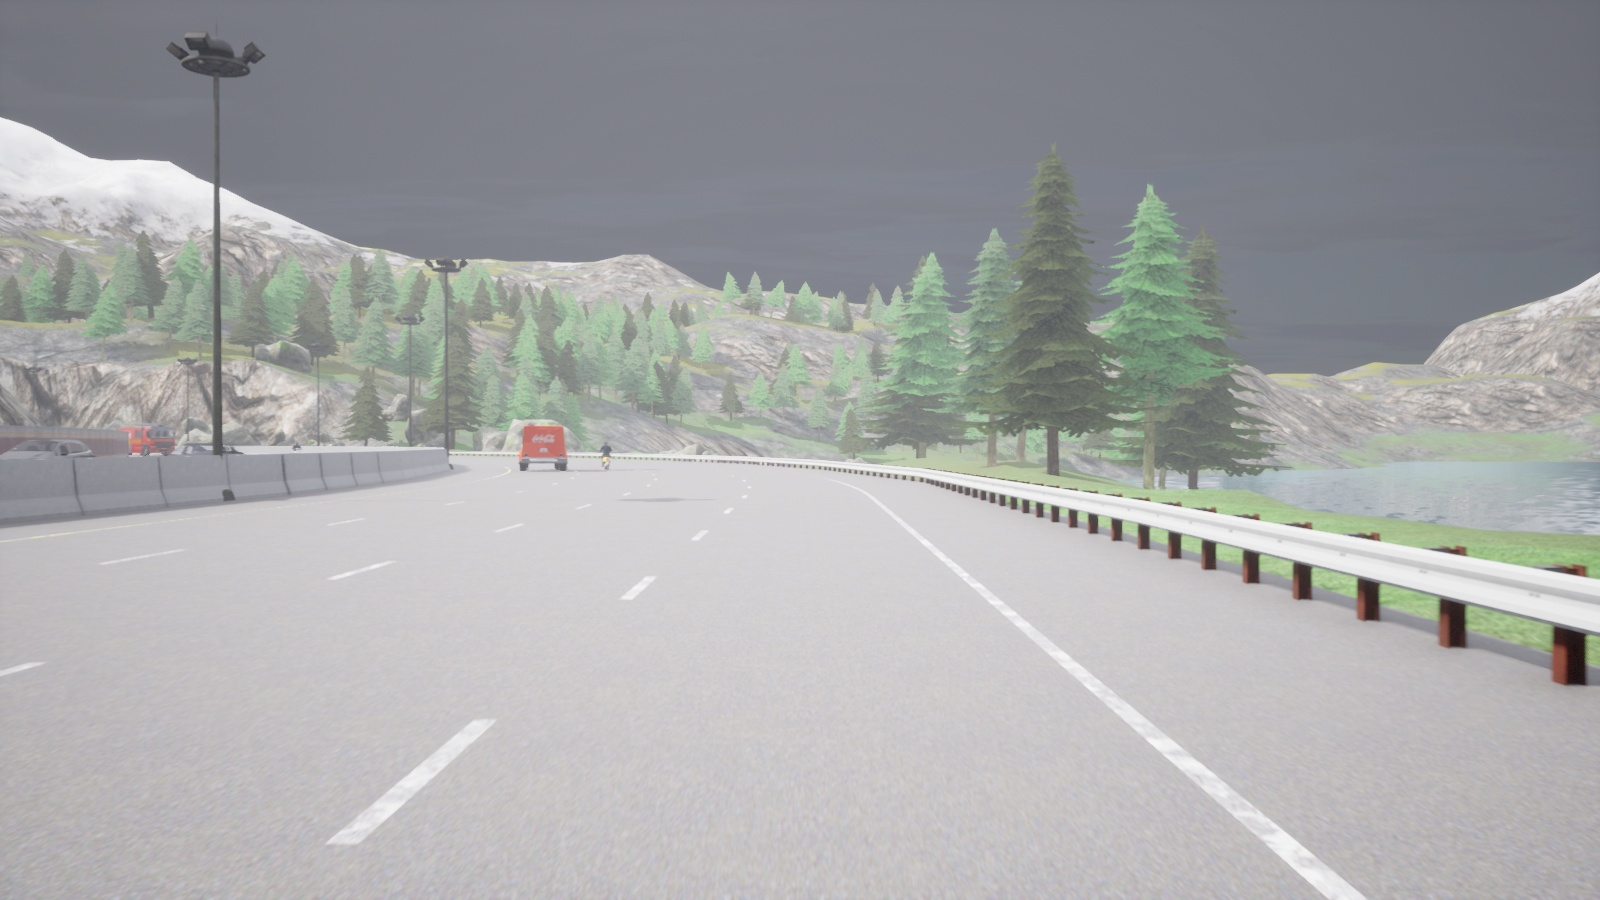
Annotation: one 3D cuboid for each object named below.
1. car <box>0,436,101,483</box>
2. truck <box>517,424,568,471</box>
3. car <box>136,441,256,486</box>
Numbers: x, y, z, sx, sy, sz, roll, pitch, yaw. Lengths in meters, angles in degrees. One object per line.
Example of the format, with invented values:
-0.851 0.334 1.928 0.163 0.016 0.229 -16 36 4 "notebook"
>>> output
-28.316 0.303 46.811 2.242 1.667 4.611 0 0 -5 "car"
-14.266 -0.143 69.357 2.627 2.467 5.204 0 0 -13 "truck"
-21.109 0.437 44.112 2.128 1.511 4.902 0 0 -4 "car"
